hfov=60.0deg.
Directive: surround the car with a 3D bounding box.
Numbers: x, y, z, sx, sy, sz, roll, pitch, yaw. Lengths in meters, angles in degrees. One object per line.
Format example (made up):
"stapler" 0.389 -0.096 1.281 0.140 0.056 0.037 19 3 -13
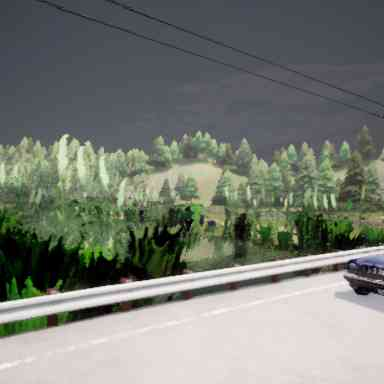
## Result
"car" 5.675 1.775 7.852 4.718 1.301 1.895 2 -1 -34
